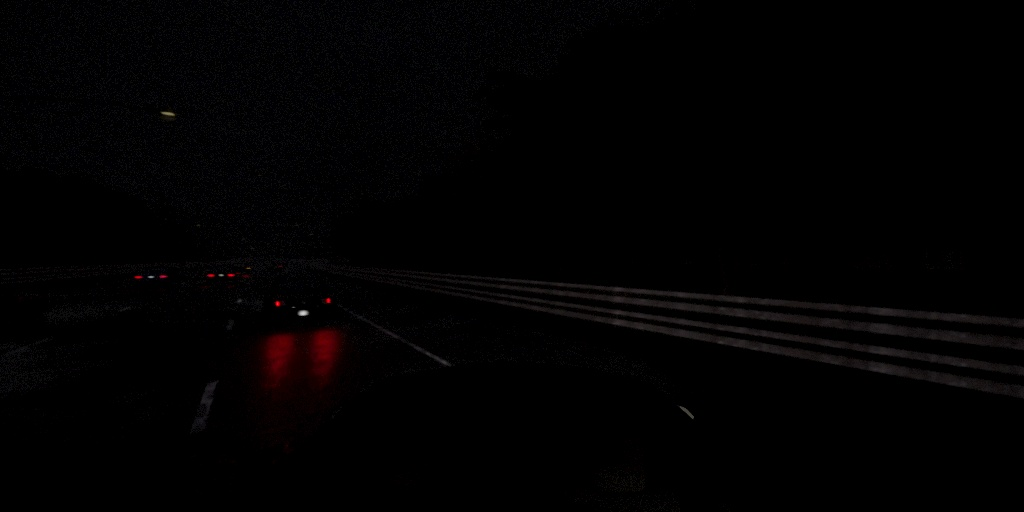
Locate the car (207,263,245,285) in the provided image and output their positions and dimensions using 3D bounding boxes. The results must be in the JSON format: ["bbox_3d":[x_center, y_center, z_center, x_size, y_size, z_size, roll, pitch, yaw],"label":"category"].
[{"bbox_3d":[-23.095,1.505,28.801,2.033,1.411,5.357,1,-1,-34],"label":"car"}]

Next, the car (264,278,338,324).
[{"bbox_3d":[-7.528,1.427,12.531,1.895,1.301,4.718,1,-1,-36],"label":"car"}]

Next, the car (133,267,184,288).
[{"bbox_3d":[-25.285,1.460,25.773,2.033,1.411,5.357,1,-1,-34],"label":"car"}]

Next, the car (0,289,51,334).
[{"bbox_3d":[-12.903,1.355,8.174,1.895,1.301,4.718,1,-1,-36],"label":"car"}]

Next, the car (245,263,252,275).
[{"bbox_3d":[-34.218,1.625,45.433,1.812,1.442,4.674,1,-1,-34],"label":"car"}]
